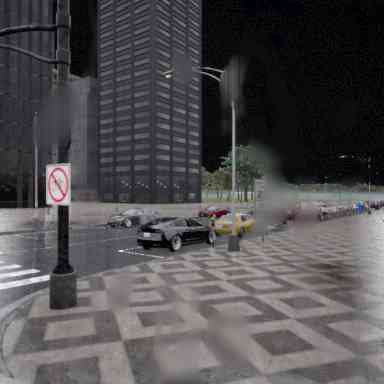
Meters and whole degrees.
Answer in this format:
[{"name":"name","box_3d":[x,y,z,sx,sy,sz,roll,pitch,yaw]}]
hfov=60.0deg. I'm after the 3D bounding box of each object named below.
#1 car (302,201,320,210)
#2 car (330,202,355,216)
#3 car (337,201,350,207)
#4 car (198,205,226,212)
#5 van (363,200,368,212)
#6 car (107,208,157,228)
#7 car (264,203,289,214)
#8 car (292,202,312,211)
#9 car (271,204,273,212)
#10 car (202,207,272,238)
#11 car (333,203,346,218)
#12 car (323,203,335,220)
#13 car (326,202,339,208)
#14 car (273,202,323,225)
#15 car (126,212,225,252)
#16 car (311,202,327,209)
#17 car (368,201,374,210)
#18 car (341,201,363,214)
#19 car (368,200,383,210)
[{"name":"car","box_3d":[21.963,2.477,61.206,1.967,1.590,4.097,-1,-2,35]},{"name":"car","box_3d":[19.072,2.304,42.465,1.887,1.381,4.507,-1,-2,35]},{"name":"car","box_3d":[38.346,3.038,84.179,2.008,1.369,4.403,-1,-1,35]},{"name":"car","box_3d":[2.307,2.016,33.634,1.887,1.381,4.507,-1,-2,35]},{"name":"van","box_3d":[25.625,2.290,51.660,1.690,1.788,3.998,-1,-2,35]},{"name":"car","box_3d":[-4.245,1.842,24.443,2.008,1.369,4.403,-1,-1,35]},{"name":"car","box_3d":[12.134,2.306,47.418,2.008,1.369,4.403,-1,-2,35]},{"name":"car","box_3d":[18.687,2.494,56.609,2.008,1.369,4.403,-1,-2,35]},{"name":"car","box_3d":[8.858,2.210,42.824,2.008,1.369,4.403,-1,-2,35]},{"name":"car","box_3d":[2.789,1.824,19.627,1.752,1.417,4.829,-1,-2,35]},{"name":"car","box_3d":[15.800,2.246,37.874,1.802,1.307,4.206,-1,-2,36]},{"name":"car","box_3d":[12.519,2.114,33.274,1.887,1.381,4.507,-1,-2,35]},{"name":"car","box_3d":[31.794,2.892,74.989,1.802,1.307,4.206,-1,-2,35]},{"name":"car","box_3d":[9.242,1.792,28.685,2.192,1.841,5.009,-1,-2,35]},{"name":"car","box_3d":[-0.585,1.775,14.893,1.947,1.339,4.313,-1,-2,35]},{"name":"car","box_3d":[25.240,2.673,65.799,1.887,1.381,4.507,-1,-2,35]},{"name":"car","box_3d":[28.903,2.592,56.251,2.008,1.369,4.403,-1,-2,35]},{"name":"car","box_3d":[22.349,2.295,47.063,1.967,1.590,4.097,-1,-2,35]},{"name":"car","box_3d":[35.455,2.540,65.447,2.192,1.841,5.009,-1,-2,35]}]
